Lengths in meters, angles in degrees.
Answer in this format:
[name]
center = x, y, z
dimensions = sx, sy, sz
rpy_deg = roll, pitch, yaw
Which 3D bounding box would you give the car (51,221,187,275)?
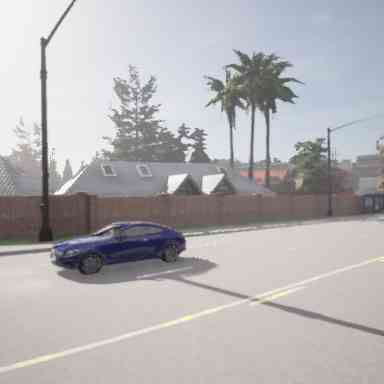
[car]
center = -2.270, 1.733, 11.303
dimensions = 4.674, 1.442, 1.812
rpy_deg = 1, -1, -39
